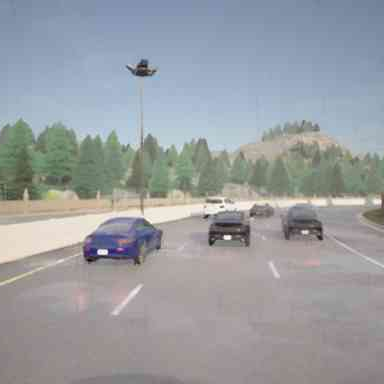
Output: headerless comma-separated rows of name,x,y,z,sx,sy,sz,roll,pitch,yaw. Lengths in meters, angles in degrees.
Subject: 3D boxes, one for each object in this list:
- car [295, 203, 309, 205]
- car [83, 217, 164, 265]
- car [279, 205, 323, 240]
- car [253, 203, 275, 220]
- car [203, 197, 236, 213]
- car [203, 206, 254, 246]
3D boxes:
car,11.628,1.862,35.055,1.812,1.442,4.674,0,-1,24
car,-2.314,1.627,12.090,1.812,1.442,4.674,0,-1,8
car,5.945,1.681,18.246,1.837,1.490,4.892,0,-1,13
car,7.120,1.803,33.388,2.128,1.511,4.902,0,-1,22
car,2.762,1.510,31.966,2.150,2.045,5.566,0,-1,20
car,1.937,1.653,16.162,1.837,1.490,4.892,0,-1,11
